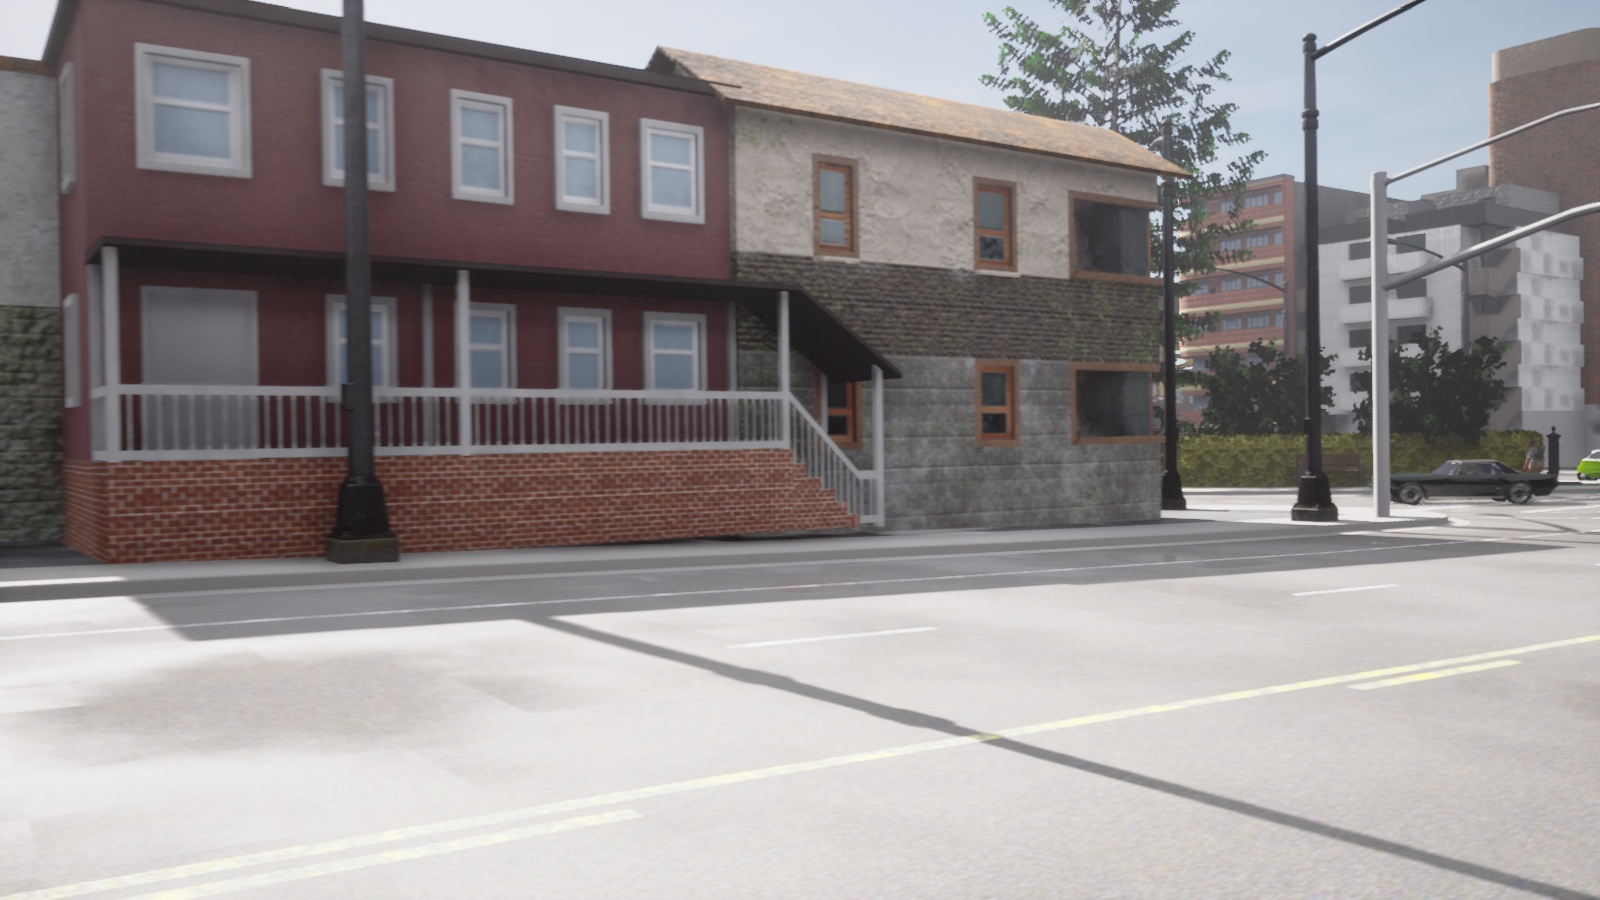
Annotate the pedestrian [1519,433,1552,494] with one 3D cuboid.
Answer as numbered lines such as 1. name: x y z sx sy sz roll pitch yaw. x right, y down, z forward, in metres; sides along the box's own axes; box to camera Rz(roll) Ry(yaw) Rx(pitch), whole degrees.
1. pedestrian: 22.809 0.419 38.947 0.540 1.848 0.694 -1 1 -17

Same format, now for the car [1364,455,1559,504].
1. car: 19.349 0.849 36.947 4.718 1.301 1.895 -1 0 11

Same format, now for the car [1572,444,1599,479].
1. car: 32.231 0.449 49.925 1.481 1.376 2.207 -1 0 -34
